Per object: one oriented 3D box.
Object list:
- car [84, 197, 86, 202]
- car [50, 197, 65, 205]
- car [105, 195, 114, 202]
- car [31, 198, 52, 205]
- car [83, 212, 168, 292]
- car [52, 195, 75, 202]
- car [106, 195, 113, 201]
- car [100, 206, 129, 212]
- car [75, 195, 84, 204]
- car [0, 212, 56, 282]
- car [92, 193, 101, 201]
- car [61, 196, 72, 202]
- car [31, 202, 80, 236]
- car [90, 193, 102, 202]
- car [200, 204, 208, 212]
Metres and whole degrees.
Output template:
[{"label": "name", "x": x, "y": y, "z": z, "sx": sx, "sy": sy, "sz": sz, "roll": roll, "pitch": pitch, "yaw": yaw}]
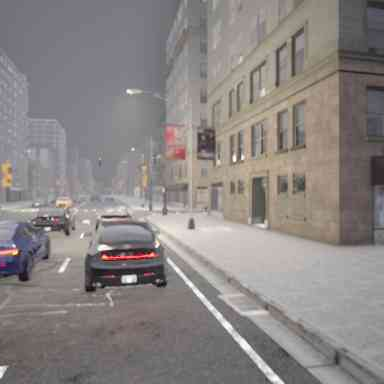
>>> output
[{"label": "car", "x": -25.916, "y": 1.648, "z": 77.701, "sx": 1.994, "sy": 1.385, "sz": 4.181, "roll": 0, "pitch": 0, "yaw": -14}, {"label": "car", "x": -25.918, "y": 1.648, "z": 64.381, "sx": 2.033, "sy": 1.411, "sz": 5.357, "roll": 0, "pitch": 0, "yaw": -14}, {"label": "car", "x": -19.352, "y": 1.584, "z": 78.252, "sx": 1.882, "sy": 1.535, "sz": 5.008, "roll": 0, "pitch": 0, "yaw": -14}, {"label": "car", "x": -21.928, "y": 1.570, "z": 48.067, "sx": 2.128, "sy": 1.511, "sz": 4.902, "roll": 0, "pitch": 0, "yaw": -16}, {"label": "car", "x": -1.858, "y": 1.516, "z": 9.086, "sx": 1.837, "sy": 1.490, "sz": 4.892, "roll": 0, "pitch": 0, "yaw": -14}, {"label": "car", "x": -18.755, "y": 1.556, "z": 48.858, "sx": 1.882, "sy": 1.535, "sz": 5.008, "roll": 0, "pitch": 0, "yaw": -14}, {"label": "car", "x": -21.894, "y": 1.490, "z": 88.357, "sx": 1.837, "sy": 1.490, "sz": 4.892, "roll": 0, "pitch": 0, "yaw": -14}, {"label": "car", "x": -4.227, "y": 1.516, "z": 18.106, "sx": 2.128, "sy": 1.511, "sz": 4.902, "roll": 0, "pitch": 0, "yaw": -14}, {"label": "car", "x": -22.510, "y": 1.452, "z": 64.132, "sx": 2.097, "sy": 1.767, "sz": 4.553, "roll": 0, "pitch": 0, "yaw": -14}, {"label": "car", "x": -5.304, "y": 1.540, "z": 9.486, "sx": 1.812, "sy": 1.442, "sz": 4.674, "roll": 0, "pitch": 0, "yaw": -14}, {"label": "car", "x": -25.053, "y": 1.216, "z": 87.594, "sx": 2.150, "sy": 2.045, "sz": 5.566, "roll": 0, "pitch": 0, "yaw": -14}, {"label": "car", "x": -29.324, "y": 1.665, "z": 77.926, "sx": 1.895, "sy": 1.301, "sz": 4.718, "roll": 0, "pitch": 0, "yaw": -14}, {"label": "car", "x": -7.537, "y": 1.532, "z": 18.358, "sx": 1.837, "sy": 1.490, "sz": 4.892, "roll": 0, "pitch": 0, "yaw": -14}, {"label": "car", "x": -22.511, "y": 1.333, "z": 77.489, "sx": 2.150, "sy": 2.045, "sz": 5.566, "roll": 0, "pitch": 0, "yaw": -14}, {"label": "car", "x": 3.434, "y": 1.697, "z": 38.953, "sx": 4.718, "sy": 1.301, "sz": 1.895, "roll": 0, "pitch": 0, "yaw": -14}]
